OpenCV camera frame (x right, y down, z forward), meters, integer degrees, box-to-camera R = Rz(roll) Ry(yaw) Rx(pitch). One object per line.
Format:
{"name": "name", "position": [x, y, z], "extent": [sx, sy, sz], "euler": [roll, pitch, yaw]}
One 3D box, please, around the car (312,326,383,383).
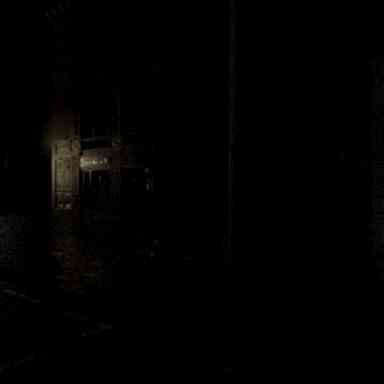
{"name": "car", "position": [2.851, 1.325, 0.926], "extent": [5.009, 1.841, 2.192], "euler": [0, 0, 36]}
